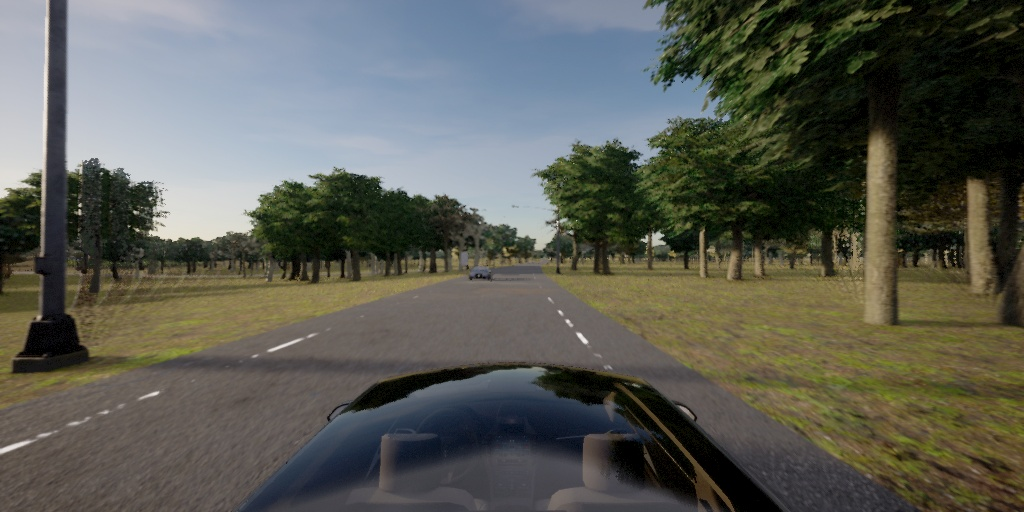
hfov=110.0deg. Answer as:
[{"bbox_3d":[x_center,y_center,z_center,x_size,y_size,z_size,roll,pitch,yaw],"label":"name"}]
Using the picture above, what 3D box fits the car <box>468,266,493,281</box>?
[{"bbox_3d":[-2.983,1.664,34.775,1.994,1.385,4.181,0,-1,2],"label":"car"}]
